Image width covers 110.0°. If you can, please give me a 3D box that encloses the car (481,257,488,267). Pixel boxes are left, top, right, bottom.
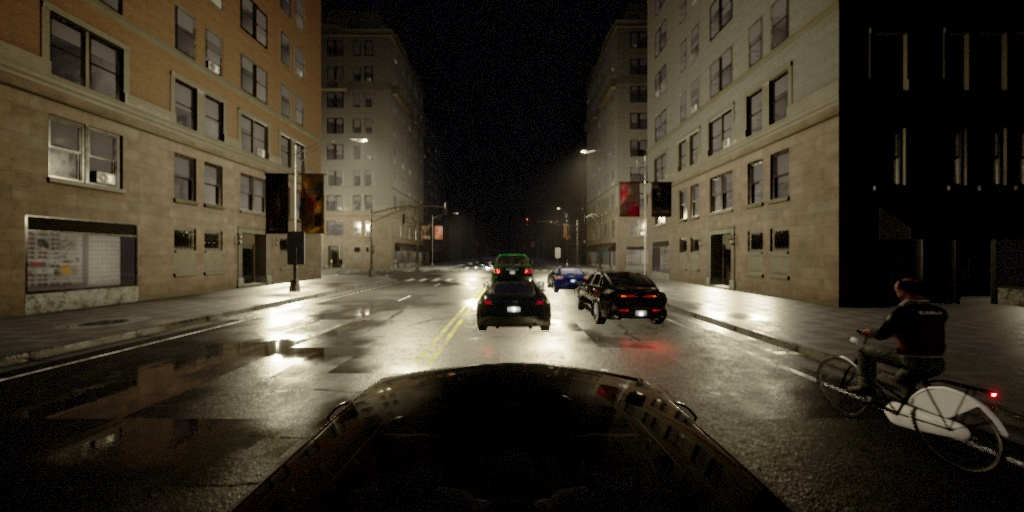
[{"bbox_3d":[-3.612,1.040,61.714,2.128,1.511,4.902,0,0,0],"label":"car"}]

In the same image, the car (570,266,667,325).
[{"bbox_3d":[3.299,1.219,11.602,1.837,1.490,4.892,0,0,0],"label":"car"}]

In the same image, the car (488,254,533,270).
[{"bbox_3d":[0.009,0.906,20.334,2.150,2.045,5.566,0,0,0],"label":"car"}]

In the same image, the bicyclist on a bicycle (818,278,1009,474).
[{"bbox_3d":[4.133,1.113,3.928,0.659,1.776,1.843,0,1,0],"label":"bicyclist on a bicycle"}]

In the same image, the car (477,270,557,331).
[{"bbox_3d":[0.052,1.281,10.882,1.994,1.385,4.181,0,0,0],"label":"car"}]

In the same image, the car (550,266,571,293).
[{"bbox_3d":[3.158,1.248,20.497,1.994,1.385,4.181,0,0,0],"label":"car"}]

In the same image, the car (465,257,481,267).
[{"bbox_3d":[-6.861,1.073,61.449,1.812,1.442,4.674,0,0,0],"label":"car"}]
